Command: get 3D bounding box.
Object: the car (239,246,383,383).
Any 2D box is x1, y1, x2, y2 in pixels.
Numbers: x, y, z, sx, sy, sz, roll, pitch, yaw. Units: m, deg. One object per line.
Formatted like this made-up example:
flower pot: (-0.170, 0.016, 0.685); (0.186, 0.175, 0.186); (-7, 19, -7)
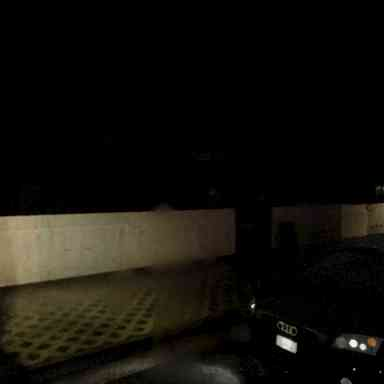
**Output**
car: (2.712, 1.582, 5.016); (4.181, 1.385, 1.994); (0, 0, -36)
